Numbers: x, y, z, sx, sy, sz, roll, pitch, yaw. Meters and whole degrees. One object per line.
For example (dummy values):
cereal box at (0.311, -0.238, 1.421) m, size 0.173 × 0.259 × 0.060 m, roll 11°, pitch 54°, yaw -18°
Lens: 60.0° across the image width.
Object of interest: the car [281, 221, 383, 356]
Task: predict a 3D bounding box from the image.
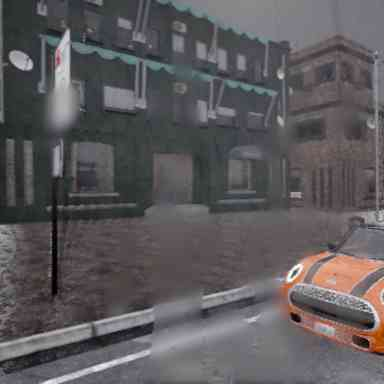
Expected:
car at (3.709, 1.348, 6.026) m, size 4.553 × 1.767 × 2.097 m, roll 0°, pitch 0°, yaw -35°
